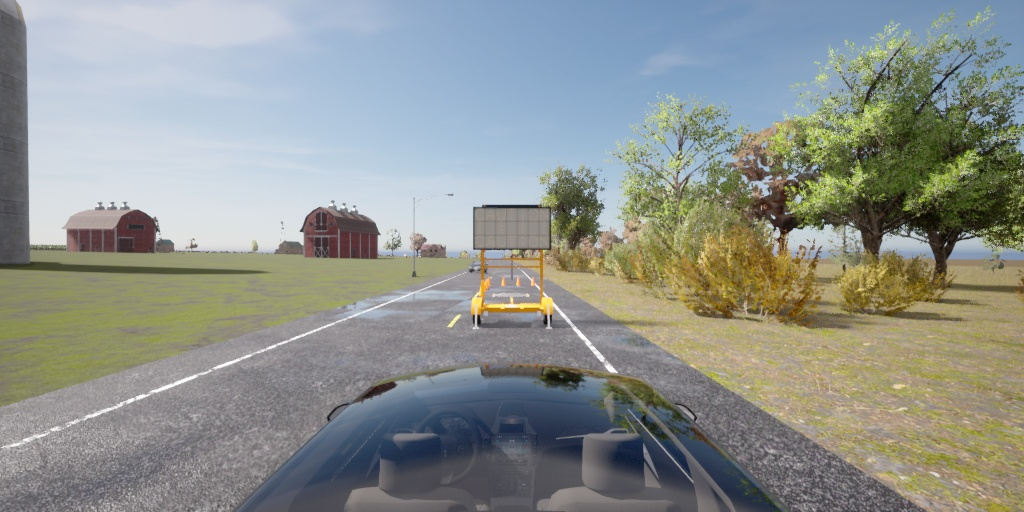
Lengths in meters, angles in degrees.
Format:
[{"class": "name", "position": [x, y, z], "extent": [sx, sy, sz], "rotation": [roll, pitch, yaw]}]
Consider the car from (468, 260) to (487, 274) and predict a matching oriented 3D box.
[{"class": "car", "position": [-3.884, 1.239, 41.285], "extent": [2.128, 1.511, 4.902], "rotation": [0, 0, -1]}]

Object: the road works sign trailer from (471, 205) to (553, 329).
[{"class": "road works sign trailer", "position": [0.000, 0.213, 11.192], "extent": [2.380, 3.560, 2.880], "rotation": [0, 0, 0]}]
